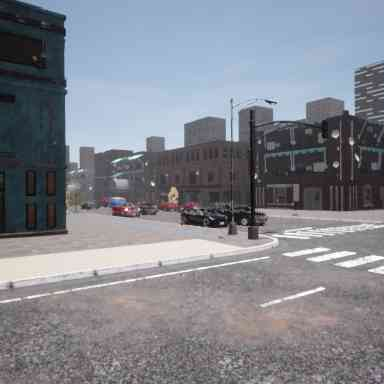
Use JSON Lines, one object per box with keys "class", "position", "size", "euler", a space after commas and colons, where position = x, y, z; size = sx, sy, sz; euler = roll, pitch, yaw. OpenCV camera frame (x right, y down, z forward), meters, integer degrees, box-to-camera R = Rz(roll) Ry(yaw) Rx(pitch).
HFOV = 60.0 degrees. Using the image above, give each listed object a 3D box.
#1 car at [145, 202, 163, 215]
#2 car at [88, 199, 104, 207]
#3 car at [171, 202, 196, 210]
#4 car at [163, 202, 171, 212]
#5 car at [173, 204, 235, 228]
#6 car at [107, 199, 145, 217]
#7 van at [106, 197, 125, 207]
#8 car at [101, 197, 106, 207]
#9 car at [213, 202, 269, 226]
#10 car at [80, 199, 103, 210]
{"class": "car", "position": [-5.731, 1.897, 38.525], "size": [1.837, 1.490, 4.892], "euler": [-1, 0, -35]}
{"class": "car", "position": [-19.651, 2.227, 67.949], "size": [1.887, 1.381, 4.507], "euler": [-1, 0, -36]}
{"class": "car", "position": [-0.345, 1.903, 40.926], "size": [1.802, 1.307, 4.206], "euler": [-2, 0, -36]}
{"class": "car", "position": [-3.562, 1.965, 45.429], "size": [1.802, 1.307, 4.206], "euler": [-2, 0, -36]}
{"class": "car", "position": [0.804, 1.814, 24.690], "size": [1.947, 1.339, 4.313], "euler": [-2, 0, -36]}
{"class": "car", "position": [-7.166, 1.846, 36.052], "size": [1.967, 1.590, 4.097], "euler": [-1, 0, -36]}
{"class": "van", "position": [-13.220, 1.906, 58.941], "size": [1.690, 1.788, 3.998], "euler": [-1, 0, -36]}
{"class": "car", "position": [-16.439, 1.939, 63.444], "size": [2.192, 1.841, 5.009], "euler": [-1, 0, -36]}
{"class": "car", "position": [3.631, 1.713, 25.407], "size": [1.837, 1.490, 4.892], "euler": [-1, 0, -35]}
{"class": "car", "position": [-16.606, 2.200, 53.914], "size": [1.994, 1.385, 4.181], "euler": [-1, 0, -36]}
